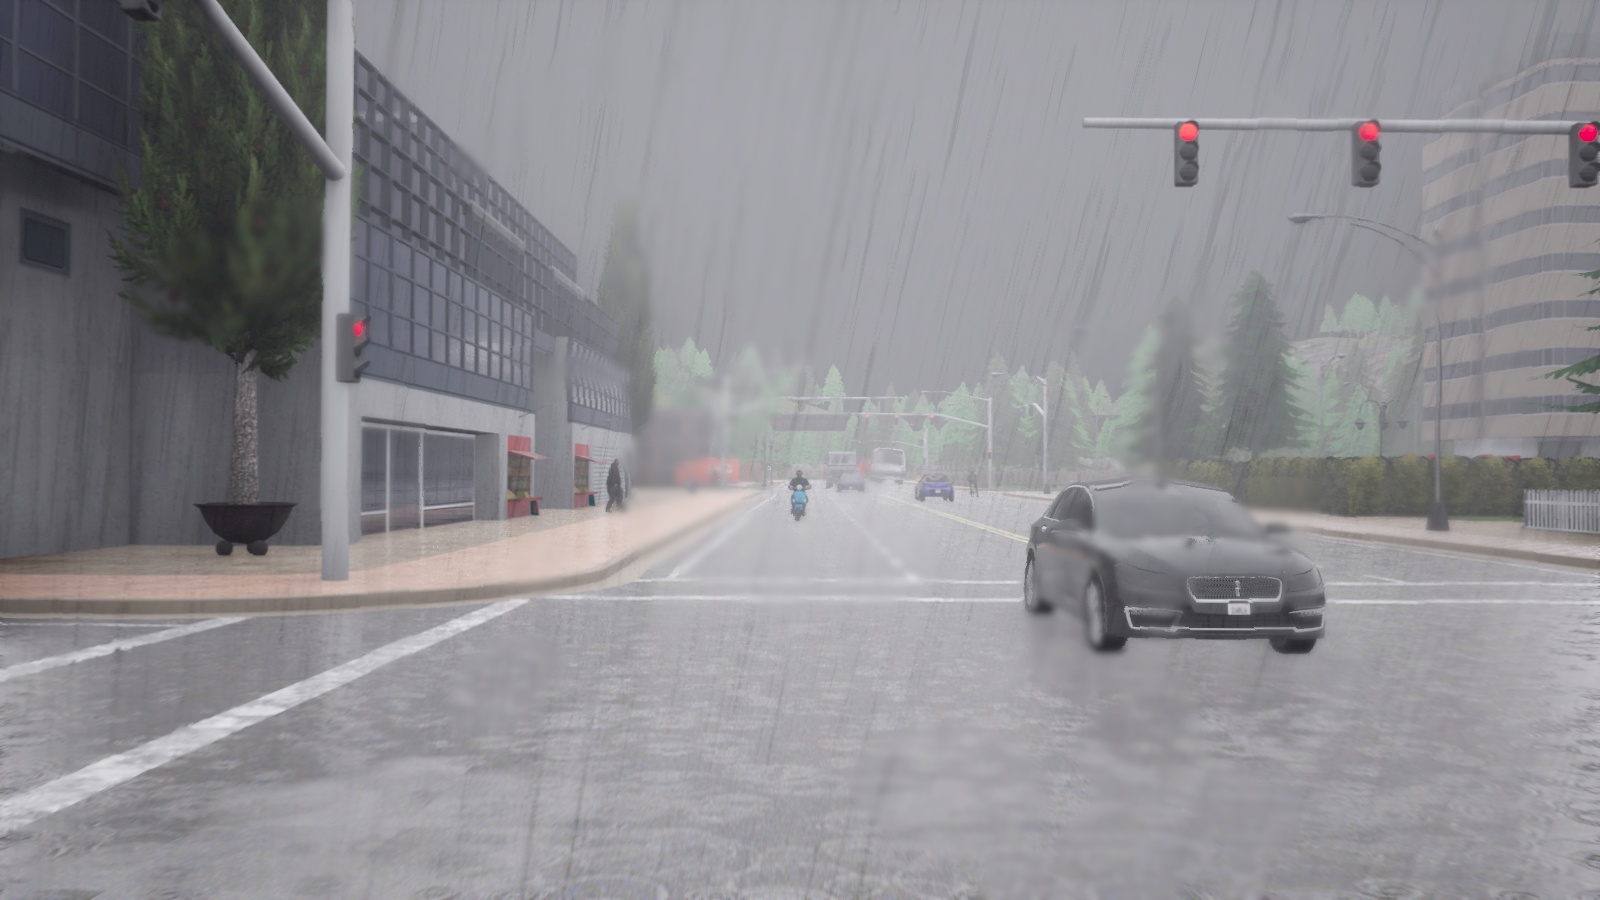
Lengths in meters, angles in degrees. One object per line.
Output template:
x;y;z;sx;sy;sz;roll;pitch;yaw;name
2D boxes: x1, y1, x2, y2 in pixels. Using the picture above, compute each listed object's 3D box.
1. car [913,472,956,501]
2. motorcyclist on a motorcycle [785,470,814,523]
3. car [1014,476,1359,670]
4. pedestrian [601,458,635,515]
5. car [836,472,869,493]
7.115;1.918;66.807;1.816;1.474;4.193;0;-1;0;car
-0.015;1.412;38.475;0.866;1.590;1.817;0;-1;0;motorcyclist on a motorcycle
3.444;1.011;12.277;1.837;1.490;4.892;0;-1;0;car
-5.872;1.175;40.495;0.899;1.844;0.634;-1;-1;19;pedestrian
3.717;2.292;89.141;2.163;1.488;4.792;0;-1;0;car
